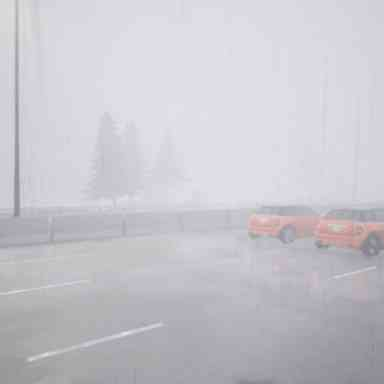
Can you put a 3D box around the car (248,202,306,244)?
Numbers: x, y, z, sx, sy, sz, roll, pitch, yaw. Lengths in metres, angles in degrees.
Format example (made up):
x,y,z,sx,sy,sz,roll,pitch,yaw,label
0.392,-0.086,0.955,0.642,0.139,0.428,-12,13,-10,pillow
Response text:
x,y,z,sx,sy,sz,roll,pitch,yaw,label
4.855,1.345,15.877,4.553,1.767,2.097,0,0,-35,car

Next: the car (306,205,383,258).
x,y,z,sx,sy,sz,roll,pitch,yaw,label
6.890,1.344,13.028,4.553,1.767,2.097,0,0,-35,car
